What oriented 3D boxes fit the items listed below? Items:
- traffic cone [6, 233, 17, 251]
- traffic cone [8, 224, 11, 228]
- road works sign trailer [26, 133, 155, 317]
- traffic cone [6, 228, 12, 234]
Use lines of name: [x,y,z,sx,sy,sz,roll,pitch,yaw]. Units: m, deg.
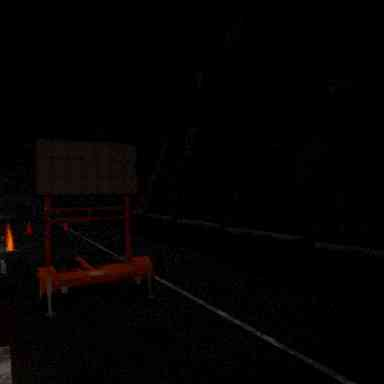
traffic cone: [-7.178,2.027,13.230,0.340,0.580,0.340,0,0,-30]
traffic cone: [-9.152,2.033,16.709,0.340,0.580,0.340,0,0,-30]
road works sign trailer: [-2.450,0.501,7.866,2.380,3.560,2.880,0,0,-30]
traffic cone: [-8.165,2.030,14.969,0.340,0.580,0.340,0,0,-30]
